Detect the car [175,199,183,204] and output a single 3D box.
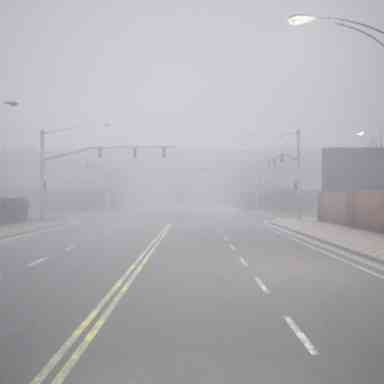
[{"bbox_3d":[-3.485,2.535,87.502,1.895,1.301,4.718,0,-1,0],"label":"car"}]
